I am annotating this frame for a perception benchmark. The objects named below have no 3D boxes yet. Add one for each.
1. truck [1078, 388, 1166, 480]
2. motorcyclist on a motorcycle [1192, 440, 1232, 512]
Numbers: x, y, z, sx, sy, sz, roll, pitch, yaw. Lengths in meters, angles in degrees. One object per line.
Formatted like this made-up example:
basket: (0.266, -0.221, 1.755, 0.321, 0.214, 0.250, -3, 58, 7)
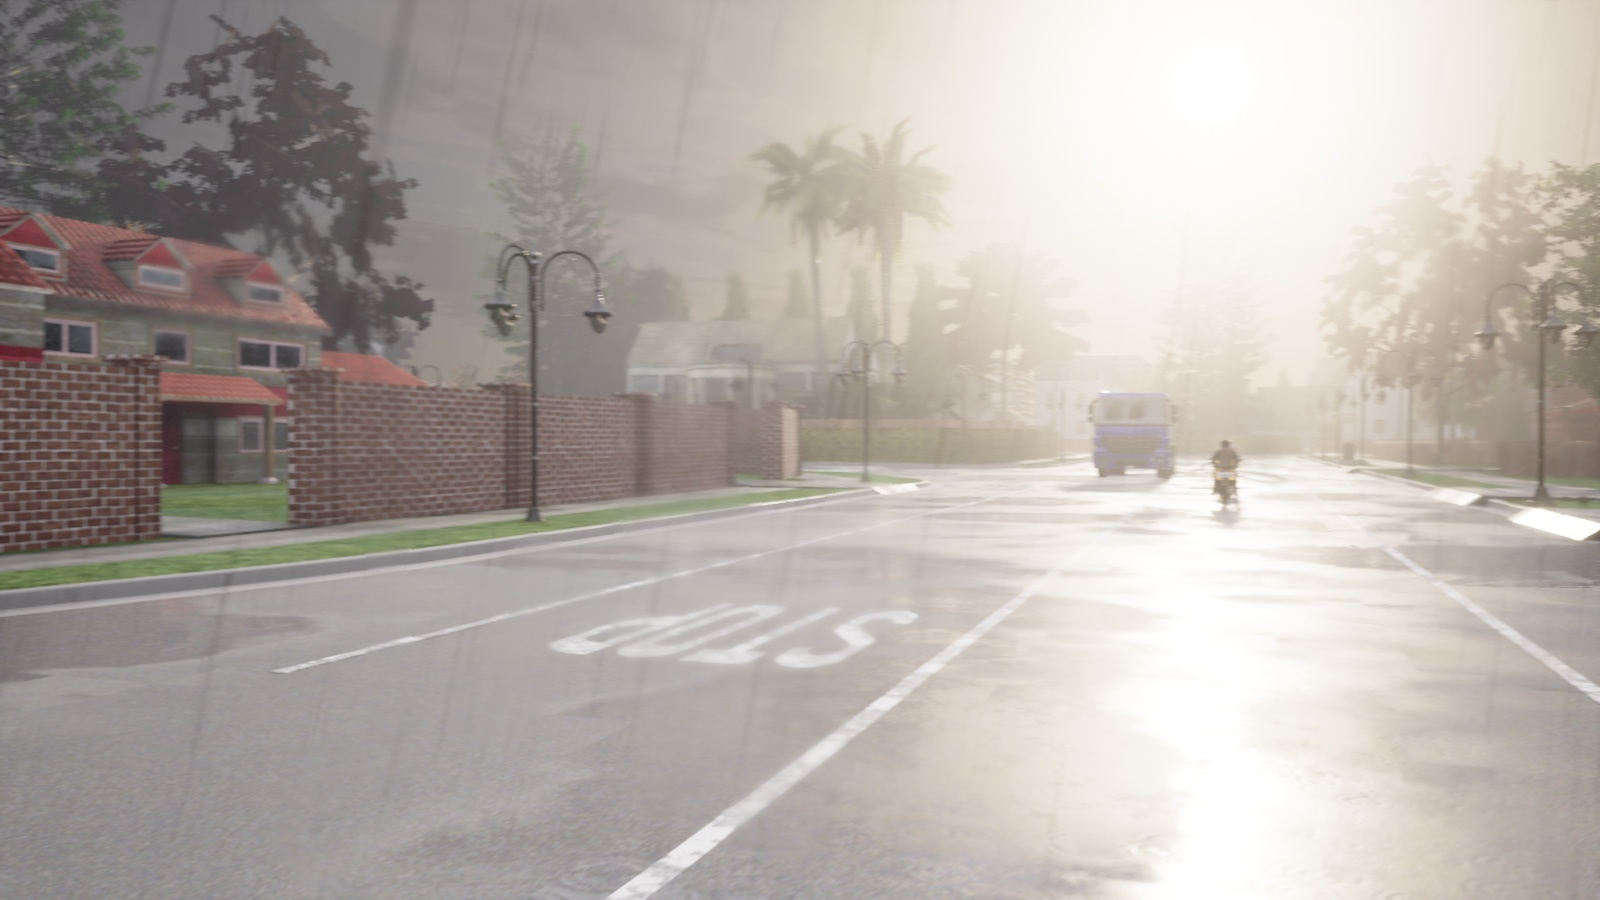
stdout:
truck: (13.304, -0.650, 51.407, 2.891, 3.462, 7.936, 1, 1, 18)
motorcyclist on a motorcycle: (9.008, 0.539, 27.428, 0.797, 1.523, 2.044, 0, 0, 18)
